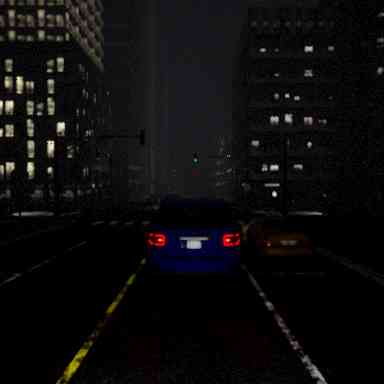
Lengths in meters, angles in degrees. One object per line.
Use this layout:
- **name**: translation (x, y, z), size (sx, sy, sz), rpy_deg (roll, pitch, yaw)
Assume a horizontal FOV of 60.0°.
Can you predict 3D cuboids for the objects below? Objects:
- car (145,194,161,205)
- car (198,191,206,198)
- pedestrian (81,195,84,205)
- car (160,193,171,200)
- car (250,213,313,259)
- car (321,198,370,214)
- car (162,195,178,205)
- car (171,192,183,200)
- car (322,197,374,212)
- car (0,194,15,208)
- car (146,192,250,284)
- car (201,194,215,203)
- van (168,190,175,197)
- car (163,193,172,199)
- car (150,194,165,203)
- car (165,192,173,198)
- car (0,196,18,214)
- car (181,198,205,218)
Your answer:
- **car**: translation (-5.734, 1.074, 49.548), size (1.752, 1.417, 4.829), rpy_deg (-1, 1, 0)
- **car**: translation (2.618, 0.632, 89.304), size (1.967, 1.590, 4.097), rpy_deg (-1, 1, 0)
- **pedestrian**: translation (-12.573, 0.959, 38.235), size (0.500, 1.100, 0.500), rpy_deg (0, 1, 1)
- **car**: translation (-5.749, 0.889, 72.335), size (1.887, 1.381, 4.507), rpy_deg (-1, 1, 0)
- **car**: translation (2.800, 1.415, 11.940), size (1.752, 1.417, 4.829), rpy_deg (-1, 1, 0)
- **car**: translation (14.861, 1.381, 32.348), size (4.181, 1.385, 1.994), rpy_deg (0, 1, 1)
- **car**: translation (-3.122, 1.128, 47.845), size (1.994, 1.385, 4.181), rpy_deg (0, 1, 0)
- **car**: translation (-3.043, 0.881, 67.357), size (2.128, 1.511, 4.902), rpy_deg (0, 1, 0)
- **car**: translation (16.292, 1.314, 34.913), size (4.403, 1.369, 2.008), rpy_deg (0, 1, 1)
- **car**: translation (-21.684, 0.959, 35.382), size (4.829, 1.417, 1.752), rpy_deg (1, 1, 1)
- **car**: translation (0.084, 1.135, 9.444), size (2.150, 2.045, 5.566), rpy_deg (0, 1, 1)
- **car**: translation (2.642, 1.047, 55.378), size (2.008, 1.369, 4.403), rpy_deg (-1, 1, 0)
- **van**: translation (-5.768, 0.482, 94.951), size (1.690, 1.788, 3.998), rpy_deg (-1, 1, 0)
- **car**: translation (-5.753, 0.875, 77.990), size (1.802, 1.307, 4.206), rpy_deg (-1, 1, 0)
- **car**: translation (-5.738, 1.062, 55.372), size (1.947, 1.339, 4.313), rpy_deg (-1, 1, 0)
- **car**: translation (-5.757, 0.787, 83.644), size (1.887, 1.381, 4.507), rpy_deg (-1, 1, 0)
- **car**: translation (-17.834, 1.179, 29.572), size (4.181, 1.385, 1.994), rpy_deg (1, 1, 1)
- **car**: translation (0.079, 1.270, 27.965), size (1.812, 1.442, 4.674), rpy_deg (0, 1, 0)
